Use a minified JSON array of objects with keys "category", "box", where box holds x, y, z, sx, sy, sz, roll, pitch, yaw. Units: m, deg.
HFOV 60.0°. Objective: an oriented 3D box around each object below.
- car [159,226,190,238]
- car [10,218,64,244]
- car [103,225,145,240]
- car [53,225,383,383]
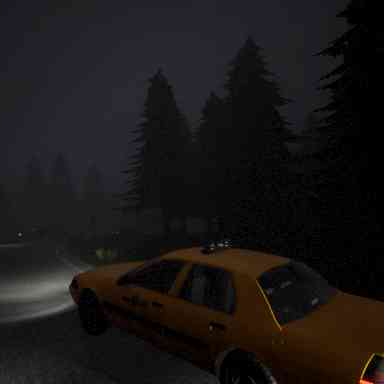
[{"category":"car","box":[-2.326,5.543,46.258,1.882,1.535,5.008,-5,-8,30]},{"category":"car","box":[-12.756,3.222,28.084,2.150,2.045,5.566,-4,-7,7]},{"category":"car","box":[-7.442,4.510,36.949,2.033,1.411,5.357,-4,-8,20]},{"category":"car","box":[0.144,1.440,4.732,5.366,1.575,1.801,0,1,43]}]
